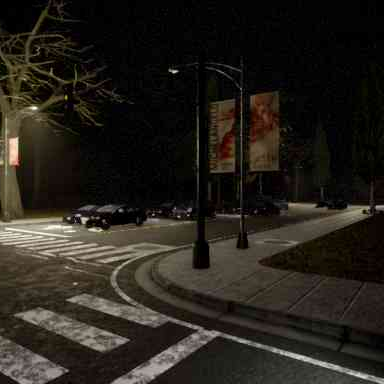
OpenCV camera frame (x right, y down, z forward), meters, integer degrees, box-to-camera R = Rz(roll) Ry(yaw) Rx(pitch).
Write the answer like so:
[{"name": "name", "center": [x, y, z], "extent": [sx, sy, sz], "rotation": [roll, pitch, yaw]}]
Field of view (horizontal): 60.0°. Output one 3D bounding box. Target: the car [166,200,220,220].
[{"name": "car", "center": [0.215, 1.473, 29.277], "extent": [2.097, 1.767, 4.553], "rotation": [0, 0, 35]}]

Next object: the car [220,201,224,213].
[{"name": "car", "center": [3.814, 1.776, 40.035], "extent": [1.895, 1.301, 4.718], "rotation": [0, 0, 35]}]

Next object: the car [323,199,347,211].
[{"name": "car", "center": [20.079, 1.789, 45.859], "extent": [2.128, 1.511, 4.902], "rotation": [0, 0, 35]}]

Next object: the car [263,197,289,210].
[{"name": "car", "center": [11.821, 1.772, 45.694], "extent": [1.812, 1.442, 4.674], "rotation": [0, 0, 36]}]

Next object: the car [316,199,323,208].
[{"name": "car", "center": [21.271, 1.878, 53.221], "extent": [1.812, 1.442, 4.674], "rotation": [0, 0, 35]}]

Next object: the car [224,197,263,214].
[{"name": "car", "center": [5.870, 1.680, 37.303], "extent": [1.837, 1.490, 4.892], "rotation": [0, 0, 35]}]

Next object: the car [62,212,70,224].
[{"name": "car", "center": [-7.246, 1.637, 24.341], "extent": [1.994, 1.385, 4.181], "rotation": [0, 0, 36]}]

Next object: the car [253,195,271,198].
[{"name": "car", "center": [9.898, 1.472, 48.600], "extent": [2.150, 2.045, 5.566], "rotation": [0, 0, 38]}]

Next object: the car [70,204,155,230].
[{"name": "car", "center": [-5.035, 1.567, 21.821], "extent": [2.128, 1.511, 4.902], "rotation": [0, 0, 35]}]

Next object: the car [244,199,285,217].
[{"name": "car", "center": [7.377, 1.694, 33.458], "extent": [1.812, 1.442, 4.674], "rotation": [0, 0, 35]}]

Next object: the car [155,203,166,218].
[{"name": "car", "center": [-1.915, 1.667, 31.887], "extent": [2.033, 1.411, 5.357], "rotation": [0, 0, 35]}]
